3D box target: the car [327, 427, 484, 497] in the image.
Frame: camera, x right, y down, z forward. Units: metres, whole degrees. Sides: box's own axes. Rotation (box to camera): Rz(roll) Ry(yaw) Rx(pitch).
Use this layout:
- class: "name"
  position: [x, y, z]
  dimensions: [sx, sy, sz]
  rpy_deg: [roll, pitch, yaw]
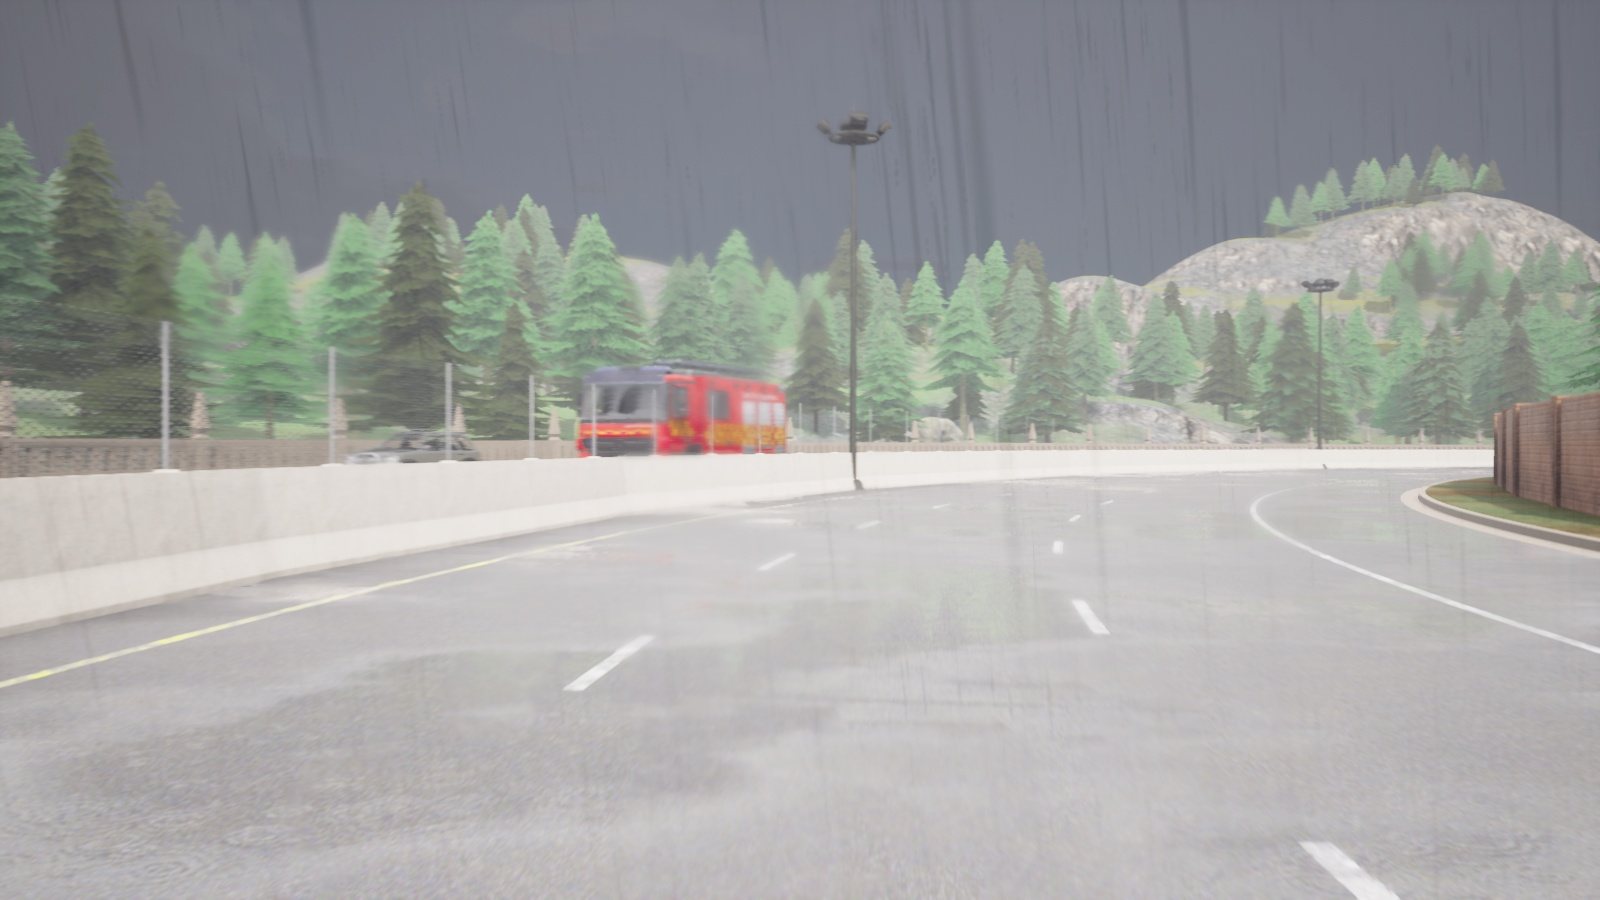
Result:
- class: "car"
  position: [-11.197, 0.304, 36.016]
  dimensions: [1.932, 1.855, 4.605]
  rpy_deg: [0, 0, 19]

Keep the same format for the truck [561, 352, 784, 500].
- class: "truck"
  position: [-3.440, -0.642, 36.830]
  dimensions: [2.891, 3.827, 8.468]
  rpy_deg: [0, 0, 22]
